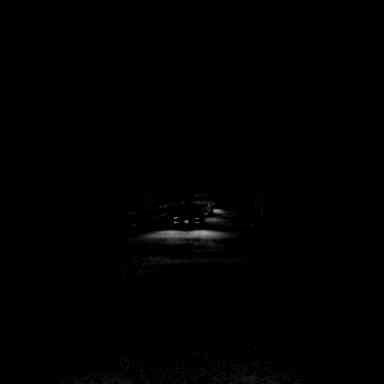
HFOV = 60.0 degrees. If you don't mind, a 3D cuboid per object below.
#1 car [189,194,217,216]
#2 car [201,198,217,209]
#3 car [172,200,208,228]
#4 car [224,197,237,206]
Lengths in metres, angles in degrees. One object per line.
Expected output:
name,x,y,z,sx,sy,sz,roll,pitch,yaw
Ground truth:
car,1.015,1.245,33.261,2.150,2.045,5.566,-1,0,6
car,2.427,1.601,46.176,1.895,1.301,4.718,-1,0,6
car,-0.124,1.542,22.307,1.837,1.490,4.892,-1,0,5
car,6.196,1.505,53.640,1.994,1.385,4.181,-1,0,6
